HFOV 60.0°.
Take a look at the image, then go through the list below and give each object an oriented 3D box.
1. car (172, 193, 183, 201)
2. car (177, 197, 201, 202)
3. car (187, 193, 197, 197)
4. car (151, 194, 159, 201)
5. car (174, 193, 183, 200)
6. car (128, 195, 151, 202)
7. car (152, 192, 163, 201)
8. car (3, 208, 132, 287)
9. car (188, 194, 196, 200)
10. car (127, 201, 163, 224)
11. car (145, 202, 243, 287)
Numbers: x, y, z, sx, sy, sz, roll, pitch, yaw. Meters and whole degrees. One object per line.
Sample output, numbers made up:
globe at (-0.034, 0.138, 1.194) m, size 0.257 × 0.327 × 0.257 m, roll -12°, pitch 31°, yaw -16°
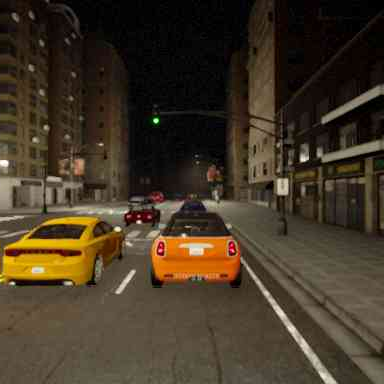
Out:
car at (-3.276, 1.232, 71.391) m, size 1.837 × 1.490 × 4.892 m, roll 0°, pitch 0°, yaw 0°
car at (0.084, 1.378, 24.490) m, size 1.882 × 1.535 × 5.008 m, roll 0°, pitch 0°, yaw 0°
car at (-0.027, 1.087, 71.779) m, size 2.097 × 1.767 × 4.553 m, roll 0°, pitch 0°, yaw 0°
car at (-6.593, 1.406, 50.596) m, size 1.895 × 1.301 × 4.718 m, roll 0°, pitch 0°, yaw 1°
car at (-3.281, 1.065, 81.813) m, size 1.882 × 1.535 × 5.008 m, roll 0°, pitch 0°, yaw 0°
car at (-6.611, 1.333, 40.399) m, size 2.128 × 1.511 × 4.902 m, roll 0°, pitch 0°, yaw 0°
car at (-6.523, 0.990, 61.191) m, size 2.150 × 2.045 × 5.566 m, roll 0°, pitch 0°, yaw 0°
car at (-3.152, 1.438, 9.272) m, size 1.882 × 1.535 × 5.008 m, roll 0°, pitch 0°, yaw 0°
car at (-0.031, 1.127, 81.814) m, size 2.033 × 1.411 × 5.357 m, roll 0°, pitch 0°, yaw 0°
car at (-3.169, 1.510, 22.217) m, size 1.895 × 1.301 × 4.718 m, roll 0°, pitch 0°, yaw 0°
car at (0.098, 1.312, 9.396) m, size 2.097 × 1.767 × 4.553 m, roll 0°, pitch 0°, yaw 0°
